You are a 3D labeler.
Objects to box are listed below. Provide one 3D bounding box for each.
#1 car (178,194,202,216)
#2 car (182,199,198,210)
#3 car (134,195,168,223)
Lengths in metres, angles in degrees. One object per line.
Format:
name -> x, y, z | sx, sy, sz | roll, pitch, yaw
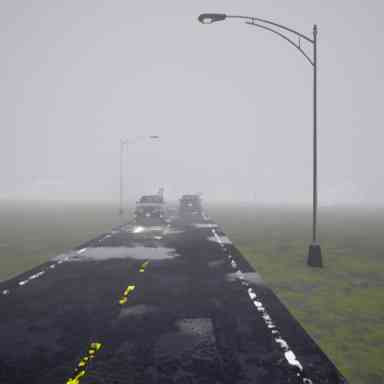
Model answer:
car -> -0.157, 1.251, 33.100 | 2.150, 2.045, 5.566 | 0, 0, 0
car -> -0.255, 1.609, 44.941 | 1.994, 1.385, 4.181 | 0, 0, 0
car -> -3.041, 1.239, 25.708 | 2.150, 2.045, 5.566 | 0, 0, 0
